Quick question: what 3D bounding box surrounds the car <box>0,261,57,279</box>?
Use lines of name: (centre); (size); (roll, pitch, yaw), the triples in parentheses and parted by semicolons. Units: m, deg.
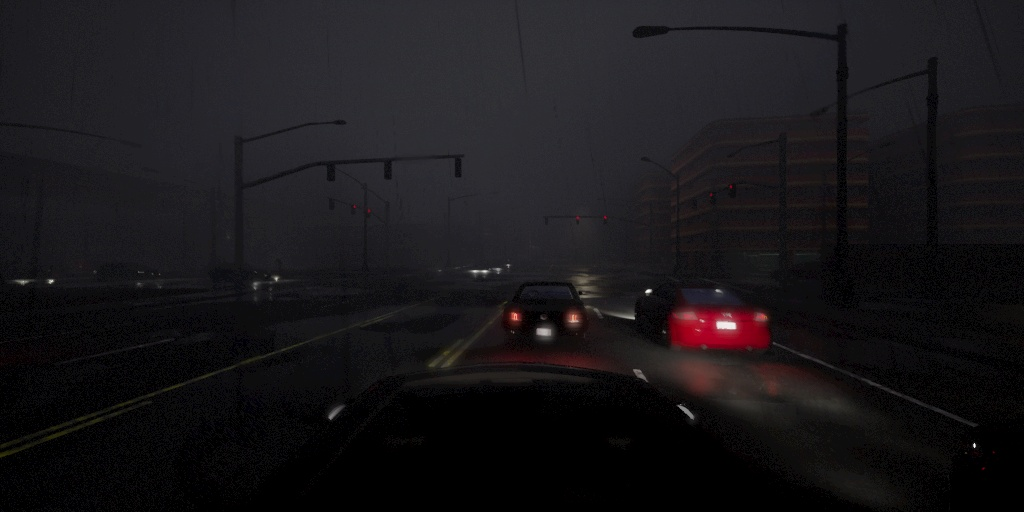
car: (-43.537, 1.228, 31.791); (5.008, 1.535, 1.882); (1, 0, 15)

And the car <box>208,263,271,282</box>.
car: (-22.036, 1.276, 29.017); (4.674, 1.442, 1.812); (0, 0, 7)

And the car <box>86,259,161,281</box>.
car: (-32.429, 1.256, 30.240); (4.892, 1.490, 1.837); (0, 0, 7)

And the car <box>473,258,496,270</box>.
car: (-3.890, 1.176, 48.697); (1.994, 1.385, 4.181); (0, 1, 8)

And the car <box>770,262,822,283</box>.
car: (22.798, 1.228, 27.588); (5.008, 1.535, 1.882); (0, 0, 7)

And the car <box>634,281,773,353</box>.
car: (4.398, 1.314, 8.909); (1.994, 1.385, 4.181); (0, 0, 7)

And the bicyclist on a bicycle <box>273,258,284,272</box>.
bicyclist on a bicycle: (-26.429, 1.053, 40.569); (0.582, 1.620, 1.656); (0, 0, 7)

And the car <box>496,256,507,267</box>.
car: (-2.546, 1.064, 58.551); (1.895, 1.301, 4.718); (0, 1, 8)

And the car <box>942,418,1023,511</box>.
car: (3.640, 1.242, 0.196); (2.128, 1.511, 4.902); (0, 0, 1)

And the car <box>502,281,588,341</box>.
car: (0.994, 1.351, 9.908); (1.895, 1.301, 4.718); (0, 0, 8)
